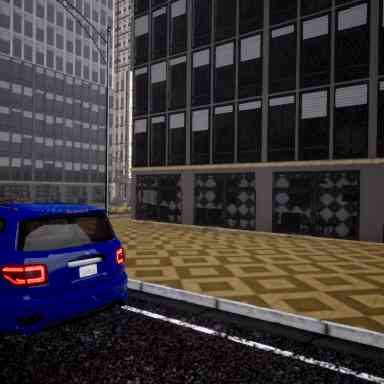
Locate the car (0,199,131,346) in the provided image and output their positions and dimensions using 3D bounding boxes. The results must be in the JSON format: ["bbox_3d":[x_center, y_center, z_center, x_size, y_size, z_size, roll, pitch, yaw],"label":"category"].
[{"bbox_3d":[-3.683,1.218,6.311,5.566,2.045,2.150,0,0,35],"label":"car"}]

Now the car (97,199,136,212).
[{"bbox_3d":[-10.060,1.732,44.755,2.128,1.511,4.902,1,0,36],"label":"car"}]

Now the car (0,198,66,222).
[{"bbox_3d":[-14.124,1.519,29.521,2.192,1.841,5.009,1,0,36],"label":"car"}]

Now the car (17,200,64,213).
[{"bbox_3d":[-17.620,1.643,38.896,1.752,1.417,4.829,1,0,36],"label":"car"}]

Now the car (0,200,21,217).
[{"bbox_3d":[-19.486,1.578,32.056,1.882,1.535,5.008,1,0,38],"label":"car"}]
